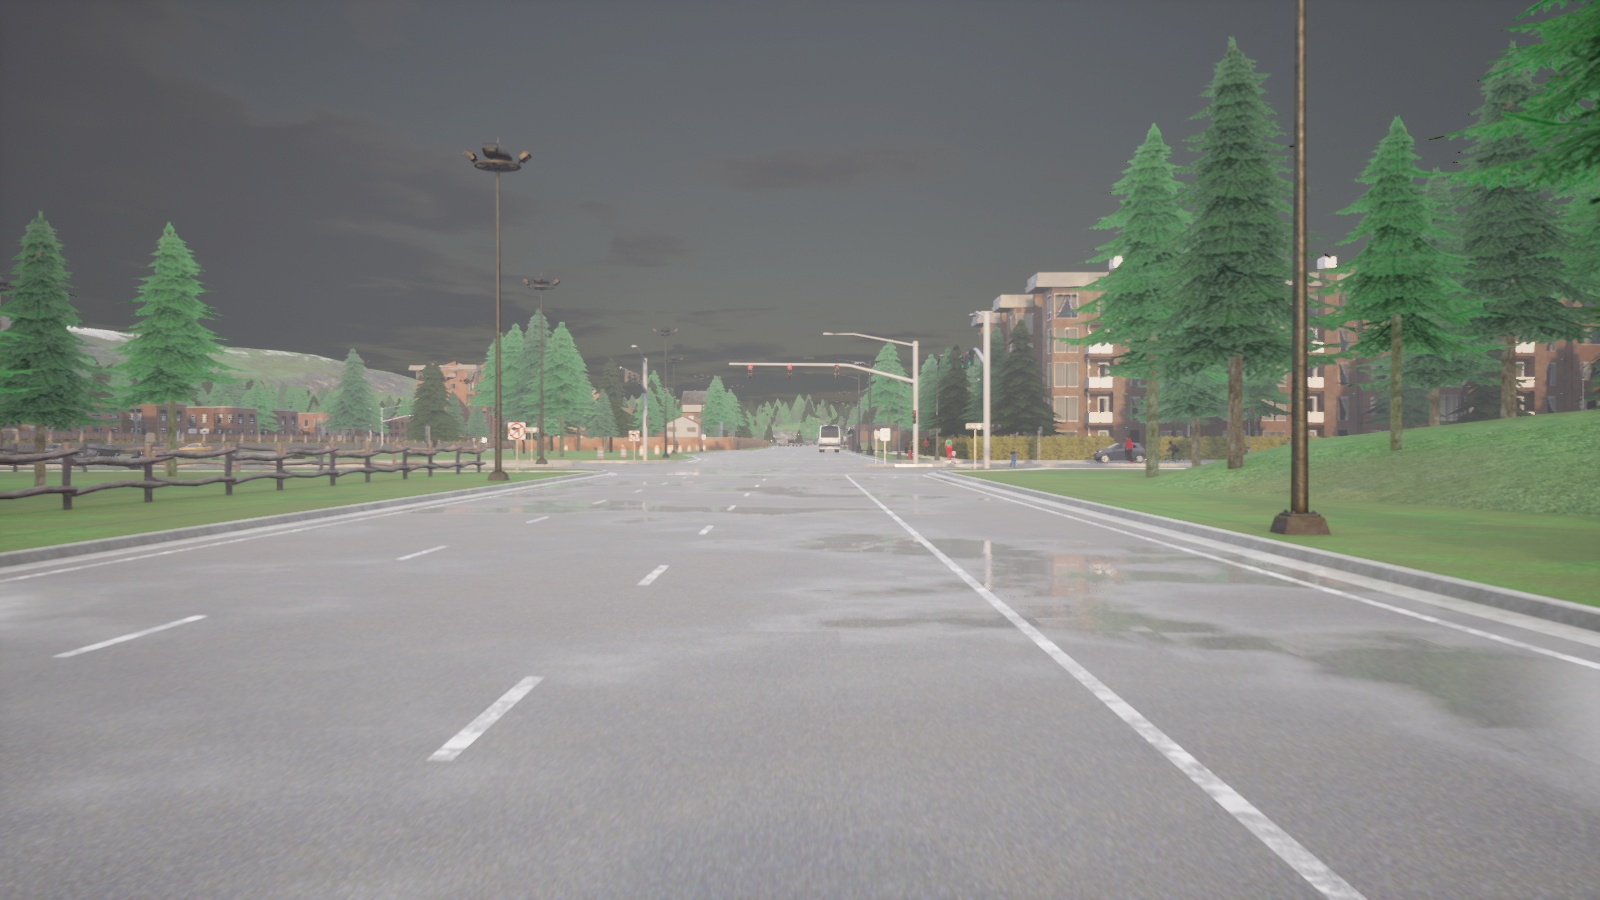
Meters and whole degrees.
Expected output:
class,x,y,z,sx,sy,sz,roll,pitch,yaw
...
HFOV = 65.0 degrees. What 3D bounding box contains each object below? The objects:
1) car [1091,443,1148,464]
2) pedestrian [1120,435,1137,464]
class,x,y,z,sx,sy,sz,roll,pitch,yaw
car,23.000,0.269,90.501,3.633,1.501,1.845,0,0,0
pedestrian,21.010,-0.041,80.375,0.899,1.844,0.634,0,0,2
